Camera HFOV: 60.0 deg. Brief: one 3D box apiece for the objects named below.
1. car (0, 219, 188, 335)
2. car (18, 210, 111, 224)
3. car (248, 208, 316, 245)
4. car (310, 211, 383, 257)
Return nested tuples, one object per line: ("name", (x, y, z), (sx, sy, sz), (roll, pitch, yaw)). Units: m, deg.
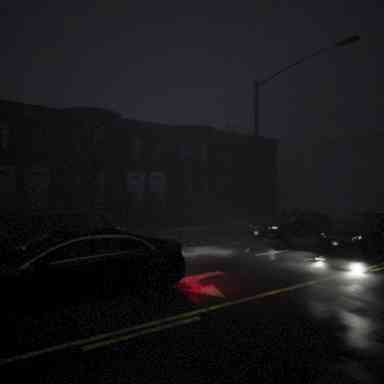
("car", (-2.384, 1.502, 6.588), (4.902, 1.511, 2.128), (0, 0, -36))
("car", (-4.199, 1.363, 9.598), (4.553, 1.767, 2.097), (0, 0, -35))
("car", (4.819, 1.545, 16.031), (4.902, 1.511, 2.128), (0, 0, -35))
("car", (7.027, 1.578, 13.303), (4.674, 1.442, 1.812), (0, 0, -36))
